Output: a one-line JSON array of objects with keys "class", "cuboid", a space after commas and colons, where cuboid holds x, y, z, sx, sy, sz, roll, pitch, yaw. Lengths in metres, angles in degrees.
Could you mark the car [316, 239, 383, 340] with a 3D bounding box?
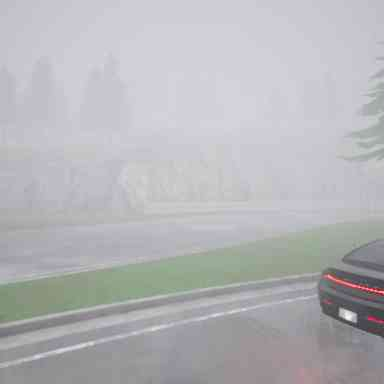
[{"class": "car", "cuboid": [4.444, 1.561, 5.857, 4.892, 1.490, 1.837, 1, -1, -25]}]
